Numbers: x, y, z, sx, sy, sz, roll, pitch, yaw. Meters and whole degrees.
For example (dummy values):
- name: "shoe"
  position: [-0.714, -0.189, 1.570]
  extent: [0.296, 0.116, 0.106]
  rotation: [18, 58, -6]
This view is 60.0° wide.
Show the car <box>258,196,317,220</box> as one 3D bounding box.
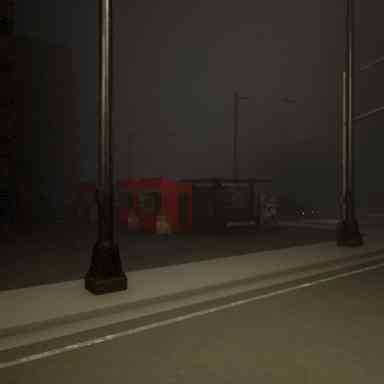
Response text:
- name: "car"
  position: [8.502, 1.364, 30.218]
  extent: [2.150, 2.045, 5.566]
  rotation: [0, -1, -37]
